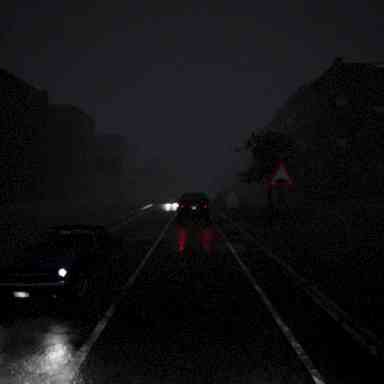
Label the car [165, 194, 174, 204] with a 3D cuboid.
[{"bbox_3d":[-3.061,1.007,52.134,2.128,1.511,4.902,0,0,0],"label":"car"}]

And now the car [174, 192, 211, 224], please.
[{"bbox_3d":[0.115,1.001,23.245,2.150,2.045,5.566,0,2,0],"label":"car"}]

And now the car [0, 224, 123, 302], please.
[{"bbox_3d":[-3.098,1.538,8.242,1.895,1.301,4.718,0,0,0],"label":"car"}]

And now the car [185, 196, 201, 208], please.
[{"bbox_3d":[0.107,1.209,41.879,1.895,1.301,4.718,0,1,0],"label":"car"}]
